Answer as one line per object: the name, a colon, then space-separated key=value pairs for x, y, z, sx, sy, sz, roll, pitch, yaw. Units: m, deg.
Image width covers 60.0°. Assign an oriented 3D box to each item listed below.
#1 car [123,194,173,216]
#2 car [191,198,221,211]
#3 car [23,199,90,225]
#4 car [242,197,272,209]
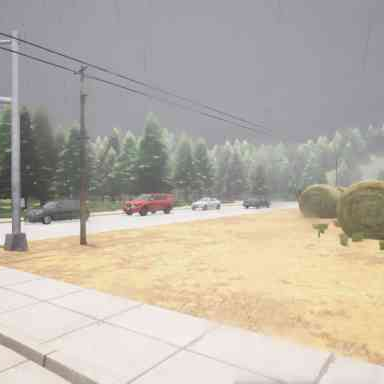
car: x=-4.139 y=1.179 z=32.386 sx=2.150 sy=2.045 sz=5.566 roll=0 pitch=0 yaw=37
car: x=1.777 y=1.431 z=40.324 sx=1.812 sy=1.442 sz=4.674 roll=0 pitch=0 yaw=37
car: x=-9.926 y=1.362 z=24.612 sx=2.097 sy=1.767 sz=4.553 roll=0 pitch=0 yaw=37
car: x=8.466 y=1.410 z=43.134 sx=2.033 sy=1.411 sz=5.357 roll=0 pitch=0 yaw=37
